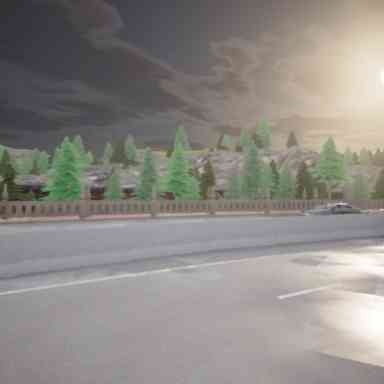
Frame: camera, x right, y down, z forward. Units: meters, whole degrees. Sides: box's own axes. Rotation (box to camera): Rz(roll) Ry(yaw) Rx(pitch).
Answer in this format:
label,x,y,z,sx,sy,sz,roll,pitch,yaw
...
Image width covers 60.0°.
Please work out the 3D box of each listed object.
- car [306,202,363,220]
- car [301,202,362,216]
label,x,y,z,sx,sy,sz,roll,pitch,yaw
car,12.682,1.620,29.572,4.674,1.442,1.812,0,0,-20
car,10.434,1.564,24.971,4.902,1.511,2.128,0,0,-22
